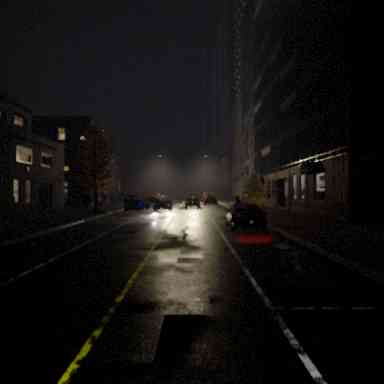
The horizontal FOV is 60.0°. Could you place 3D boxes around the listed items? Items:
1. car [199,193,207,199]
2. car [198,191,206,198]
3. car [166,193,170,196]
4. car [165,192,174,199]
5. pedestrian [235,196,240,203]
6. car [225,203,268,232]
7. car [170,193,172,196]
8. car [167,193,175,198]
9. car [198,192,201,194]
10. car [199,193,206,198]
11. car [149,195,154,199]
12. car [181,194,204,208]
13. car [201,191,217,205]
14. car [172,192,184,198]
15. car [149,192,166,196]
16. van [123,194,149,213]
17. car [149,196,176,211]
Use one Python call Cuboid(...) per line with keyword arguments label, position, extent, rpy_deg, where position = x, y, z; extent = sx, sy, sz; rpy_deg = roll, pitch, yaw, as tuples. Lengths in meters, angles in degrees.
Cuboid(label="car", position=(2.738, 1.015, 83.603), extent=(1.947, 1.339, 4.313), rpy_deg=(1, 0, 0))
Cuboid(label="car", position=(2.755, 0.692, 94.890), extent=(2.192, 1.841, 5.009), rpy_deg=(1, 0, 0))
Cuboid(label="car", position=(-5.651, 1.145, 61.087), extent=(2.008, 1.369, 4.403), rpy_deg=(1, 0, 0))
Cuboid(label="car", position=(-5.640, 0.889, 83.662), extent=(1.967, 1.590, 4.097), rpy_deg=(1, 0, 0))
Cuboid(label="pedestrian", position=(3.010, 1.144, 22.270), extent=(0.375, 1.860, 0.375), rpy_deg=(1, -1, 0))
Cuboid(label="car", position=(3.010, 1.349, 19.252), extent=(1.882, 1.535, 5.008), rpy_deg=(0, 0, 0))
Cuboid(label="car", position=(-5.649, 1.102, 66.730), extent=(1.887, 1.381, 4.507), rpy_deg=(1, 0, 0))
Cuboid(label="car", position=(-5.639, 0.978, 89.307), extent=(1.947, 1.339, 4.313), rpy_deg=(1, 0, 0))
Cuboid(label="car", position=(0.023, 1.161, 51.719), extent=(1.837, 1.490, 4.892), rpy_deg=(0, 0, 0))
Cuboid(label="car", position=(2.744, 0.995, 89.248), extent=(1.802, 1.307, 4.206), rpy_deg=(1, 0, 0))
Cuboid(label="car", position=(-5.662, 1.325, 38.512), extent=(1.802, 1.307, 4.206), rpy_deg=(1, 0, 0))
Cuboid(label="car", position=(0.090, 1.269, 41.702), extent=(2.033, 1.411, 5.357), rpy_deg=(0, 0, 0))
Cuboid(label="car", position=(2.725, 1.109, 49.740), extent=(1.967, 1.590, 4.097), rpy_deg=(1, 0, 0))
Cuboid(label="car", position=(-2.965, 0.732, 77.908), extent=(1.882, 1.535, 5.008), rpy_deg=(0, 0, 0))
Cuboid(label="car", position=(-5.652, 0.983, 49.798), extent=(2.192, 1.841, 5.009), rpy_deg=(1, 0, 0))
Cuboid(label="van", position=(-5.660, 1.121, 32.866), extent=(1.690, 1.788, 3.998), rpy_deg=(1, 0, 0))
Cuboid(label="car", position=(-3.081, 1.361, 35.829), extent=(1.895, 1.301, 4.718), rpy_deg=(0, 0, 0))
